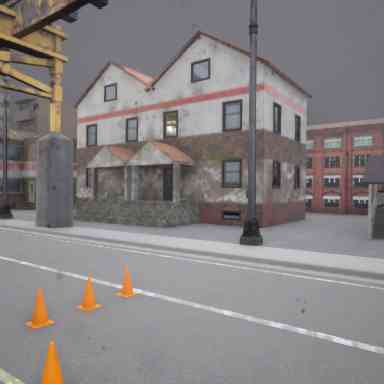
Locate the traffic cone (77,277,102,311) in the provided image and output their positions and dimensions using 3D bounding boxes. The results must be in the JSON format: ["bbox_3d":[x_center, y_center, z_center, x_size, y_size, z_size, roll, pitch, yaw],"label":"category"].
[{"bbox_3d":[-1.998,1.949,6.465,0.340,0.580,0.340,0,0,36],"label":"traffic cone"}]

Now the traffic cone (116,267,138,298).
[{"bbox_3d":[-1.413,1.949,7.276,0.340,0.580,0.340,0,0,36],"label":"traffic cone"}]

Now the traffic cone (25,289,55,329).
[{"bbox_3d":[-2.583,1.949,5.654,0.340,0.580,0.340,0,0,36],"label":"traffic cone"}]

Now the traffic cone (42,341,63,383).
[{"bbox_3d":[-1.546,1.952,3.673,0.340,0.580,0.340,0,0,36],"label":"traffic cone"}]
